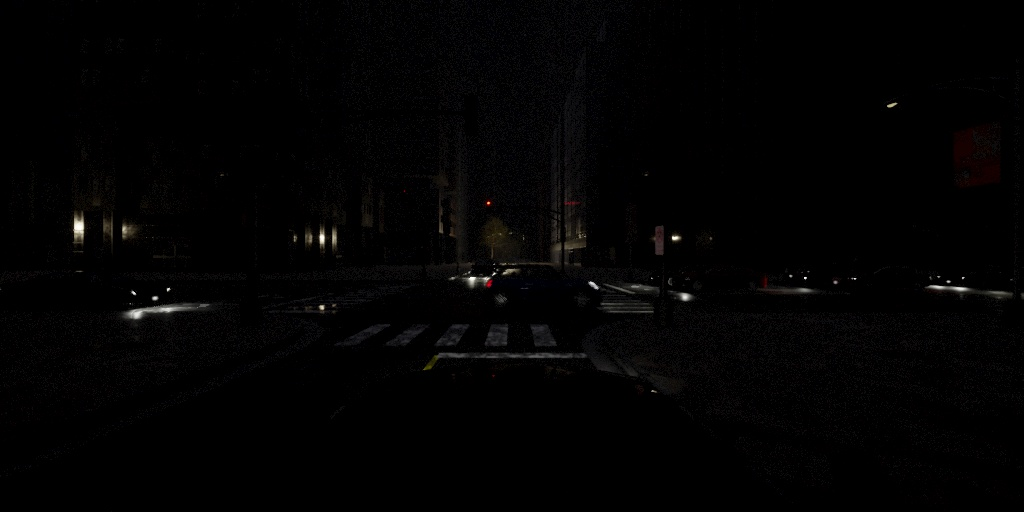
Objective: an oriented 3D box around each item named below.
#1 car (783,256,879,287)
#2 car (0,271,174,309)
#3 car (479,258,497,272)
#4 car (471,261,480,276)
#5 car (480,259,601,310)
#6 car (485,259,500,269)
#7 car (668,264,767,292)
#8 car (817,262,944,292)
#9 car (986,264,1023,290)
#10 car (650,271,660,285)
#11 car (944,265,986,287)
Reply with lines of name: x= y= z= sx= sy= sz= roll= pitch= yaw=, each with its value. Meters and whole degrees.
car: x=21.584 y=1.003 z=24.145 sx=5.566 sy=2.045 sz=2.150 roll=0 pitch=0 yaw=1
car: x=-16.944 y=1.301 z=14.355 sx=5.357 sy=1.411 sz=2.033 roll=0 pitch=0 yaw=0
car: x=-3.117 y=1.133 z=47.307 sx=2.097 sy=1.767 sz=4.553 roll=0 pitch=0 yaw=0
car: x=-3.103 y=1.252 z=37.527 sx=1.882 sy=1.535 sz=5.008 roll=0 pitch=0 yaw=1
car: x=1.184 y=1.112 z=14.289 sx=4.553 sy=1.767 sz=2.097 roll=0 pitch=0 yaw=0
car: x=-3.128 y=1.279 z=57.223 sx=2.128 sy=1.511 sz=4.902 roll=0 pitch=0 yaw=0
car: x=12.006 y=1.250 z=20.952 sx=5.008 sy=1.535 sz=1.882 roll=0 pitch=0 yaw=1
car: x=21.330 y=1.276 z=20.909 sx=4.902 sy=1.511 sz=2.128 roll=0 pitch=0 yaw=0
car: x=31.939 y=1.017 z=20.860 sx=5.566 sy=2.045 sz=2.150 roll=0 pitch=0 yaw=0
car: x=11.853 y=1.274 z=24.208 sx=4.892 sy=1.490 sz=1.837 roll=0 pitch=0 yaw=-1
car: x=32.039 y=1.343 z=24.110 sx=5.357 sy=1.411 sz=2.033 roll=0 pitch=0 yaw=0
